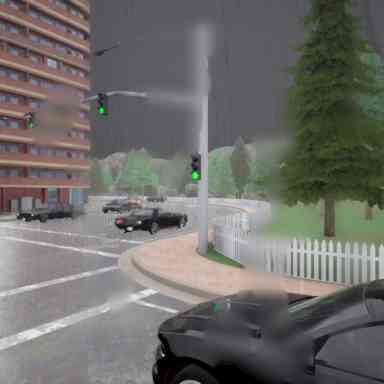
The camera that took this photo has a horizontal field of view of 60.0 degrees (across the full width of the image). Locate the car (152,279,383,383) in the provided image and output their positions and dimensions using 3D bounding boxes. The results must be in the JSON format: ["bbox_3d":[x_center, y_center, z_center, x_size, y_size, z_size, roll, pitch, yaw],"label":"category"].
[{"bbox_3d":[1.890,1.478,2.641,5.008,1.535,1.882,0,0,36],"label":"car"}]

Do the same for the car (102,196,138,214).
[{"bbox_3d":[-7.802,1.492,35.393,2.033,1.411,5.357,0,0,7],"label":"car"}]

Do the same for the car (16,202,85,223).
[{"bbox_3d":[-10.623,1.492,25.575,2.033,1.411,5.357,0,0,24],"label":"car"}]

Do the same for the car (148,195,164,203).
[{"bbox_3d":[-7.725,1.448,69.338,1.837,1.490,4.892,0,0,-42],"label":"car"}]

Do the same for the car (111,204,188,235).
[{"bbox_3d":[-2.079,1.545,18.642,1.895,1.301,4.718,0,0,28],"label":"car"}]

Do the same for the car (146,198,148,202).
[{"bbox_3d":[-11.785,1.470,68.730,4.674,1.442,1.812,0,0,44],"label":"car"}]

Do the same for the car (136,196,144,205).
[{"bbox_3d":[-8.100,1.296,45.690,2.097,1.767,4.553,0,0,-11],"label":"car"}]
